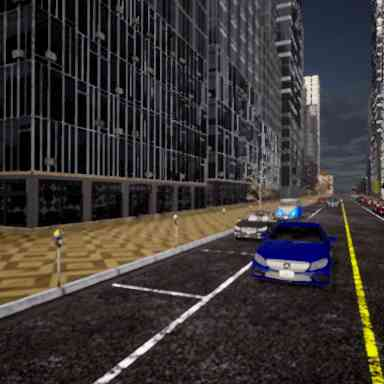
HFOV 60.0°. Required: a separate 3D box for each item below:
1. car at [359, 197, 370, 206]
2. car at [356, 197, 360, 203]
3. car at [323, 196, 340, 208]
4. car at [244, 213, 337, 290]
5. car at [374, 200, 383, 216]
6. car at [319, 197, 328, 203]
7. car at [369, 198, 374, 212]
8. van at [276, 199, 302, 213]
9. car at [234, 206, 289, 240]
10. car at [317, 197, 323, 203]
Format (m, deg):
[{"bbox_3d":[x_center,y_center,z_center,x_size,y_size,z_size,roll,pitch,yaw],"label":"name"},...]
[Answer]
[{"bbox_3d":[31.964,1.799,60.312,1.887,1.381,4.507,0,0,24],"label":"car"},{"bbox_3d":[38.925,1.857,75.906,1.947,1.339,4.313,0,0,24],"label":"car"},{"bbox_3d":[22.599,1.565,53.295,2.097,1.767,4.553,0,0,24],"label":"car"},{"bbox_3d":[3.056,1.570,9.510,1.812,1.442,4.674,0,0,24],"label":"car"},{"bbox_3d":[20.364,1.611,34.322,1.967,1.590,4.097,0,0,24],"label":"car"},{"bbox_3d":[31.275,1.853,79.329,1.802,1.307,4.206,0,0,24],"label":"car"},{"bbox_3d":[22.683,1.629,39.519,1.967,1.590,4.097,0,0,24],"label":"car"},{"bbox_3d":[8.072,1.454,27.345,1.690,1.788,3.998,0,0,24],"label":"van"},{"bbox_3d":[3.431,1.620,16.948,2.008,1.369,4.403,0,0,24],"label":"car"},{"bbox_3d":[28.954,1.805,74.130,1.887,1.381,4.507,0,0,24],"label":"car"}]
